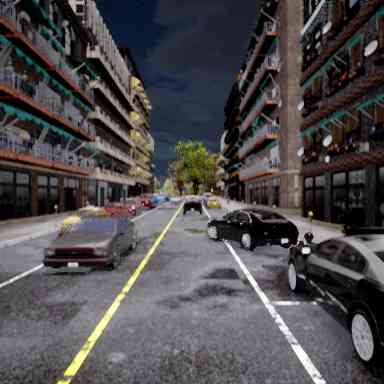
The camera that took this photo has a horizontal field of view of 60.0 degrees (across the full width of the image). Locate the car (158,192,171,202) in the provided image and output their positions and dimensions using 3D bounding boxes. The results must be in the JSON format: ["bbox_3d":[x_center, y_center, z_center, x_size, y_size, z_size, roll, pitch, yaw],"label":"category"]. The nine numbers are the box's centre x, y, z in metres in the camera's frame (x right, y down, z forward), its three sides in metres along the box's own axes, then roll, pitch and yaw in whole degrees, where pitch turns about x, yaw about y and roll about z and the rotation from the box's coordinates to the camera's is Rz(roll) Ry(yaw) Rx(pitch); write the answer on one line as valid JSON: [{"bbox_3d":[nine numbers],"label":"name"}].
[{"bbox_3d":[-5.670,1.031,69.464,2.192,1.841,5.009,1,0,0],"label":"car"}]

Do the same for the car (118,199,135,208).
[{"bbox_3d":[-5.677,1.441,24.172,1.887,1.381,4.507,1,0,0],"label":"car"}]

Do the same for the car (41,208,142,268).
[{"bbox_3d":[-3.099,1.498,11.327,2.033,1.411,5.357,0,0,0],"label":"car"}]

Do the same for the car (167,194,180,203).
[{"bbox_3d":[-3.002,1.350,60.680,1.895,1.301,4.718,0,0,0],"label":"car"}]

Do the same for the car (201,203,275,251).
[{"bbox_3d":[2.328,1.445,13.979,1.837,1.490,4.892,0,1,-23],"label":"car"}]

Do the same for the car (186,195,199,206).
[{"bbox_3d":[0.090,1.261,51.887,1.882,1.535,5.008,0,0,0],"label":"car"}]

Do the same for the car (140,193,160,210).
[{"bbox_3d":[-5.672,1.142,41.157,2.192,1.841,5.009,1,0,0],"label":"car"}]

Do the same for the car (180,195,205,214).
[{"bbox_3d":[0.086,1.364,33.541,1.837,1.490,4.892,0,1,0],"label":"car"}]

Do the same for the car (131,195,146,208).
[{"bbox_3d":[-5.675,1.313,29.834,1.967,1.590,4.097,1,0,0],"label":"car"}]

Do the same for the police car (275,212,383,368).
[{"bbox_3d":[3.134,1.399,5.851,1.930,1.638,5.238,0,0,0],"label":"police car"}]

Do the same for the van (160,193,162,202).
[{"bbox_3d":[-5.672,1.145,46.818,1.690,1.788,3.998,1,0,0],"label":"van"}]

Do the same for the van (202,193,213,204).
[{"bbox_3d":[2.695,1.100,58.102,1.690,1.788,3.998,1,0,0],"label":"van"}]

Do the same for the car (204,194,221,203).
[{"bbox_3d":[2.706,1.352,41.289,1.752,1.417,4.829,1,0,0],"label":"car"}]

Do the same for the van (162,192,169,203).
[{"bbox_3d":[-5.671,1.078,63.803,1.690,1.788,3.998,1,0,0],"label":"van"}]

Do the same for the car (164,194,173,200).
[{"bbox_3d":[-5.674,1.240,80.789,1.947,1.339,4.313,1,0,0],"label":"car"}]

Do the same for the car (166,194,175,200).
[{"bbox_3d":[-5.673,1.205,86.451,2.008,1.369,4.403,1,0,0],"label":"car"}]

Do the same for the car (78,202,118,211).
[{"bbox_3d":[-5.678,1.446,18.342,1.752,1.417,4.829,1,0,0],"label":"car"}]
